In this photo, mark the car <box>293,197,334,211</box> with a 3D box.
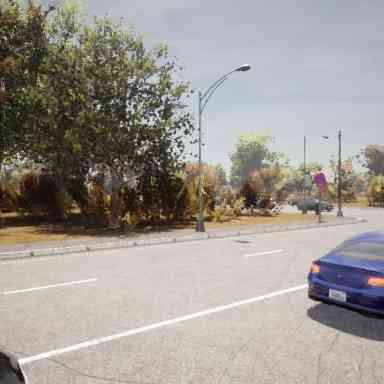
[{"bbox_3d":[14.574,1.564,39.447,1.994,1.385,4.181,0,0,-32],"label":"car"}]

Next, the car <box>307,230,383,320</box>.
[{"bbox_3d":[4.257,1.526,6.794,4.674,1.442,1.812,0,0,-36],"label":"car"}]

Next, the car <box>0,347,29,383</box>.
[{"bbox_3d":[-3.339,1.492,1.362,4.902,1.511,2.128,0,0,-36],"label":"car"}]

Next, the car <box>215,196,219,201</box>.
[{"bbox_3d":[3.934,1.459,56.262,1.812,1.442,4.674,0,1,-32],"label":"car"}]

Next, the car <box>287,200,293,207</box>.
[{"bbox_3d":[16.486,1.489,49.840,2.128,1.511,4.902,0,0,-32],"label":"car"}]
